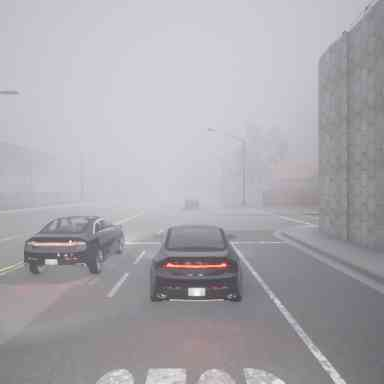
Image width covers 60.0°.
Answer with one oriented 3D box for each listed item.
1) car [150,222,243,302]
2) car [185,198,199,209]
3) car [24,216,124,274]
[{"bbox_3d":[0.078,1.505,8.252,1.837,1.490,4.892,0,0,0],"label":"car"},{"bbox_3d":[-0.026,1.491,44.230,2.128,1.511,4.902,0,0,0],"label":"car"},{"bbox_3d":[-3.430,1.491,10.520,2.128,1.511,4.902,0,0,0],"label":"car"}]
